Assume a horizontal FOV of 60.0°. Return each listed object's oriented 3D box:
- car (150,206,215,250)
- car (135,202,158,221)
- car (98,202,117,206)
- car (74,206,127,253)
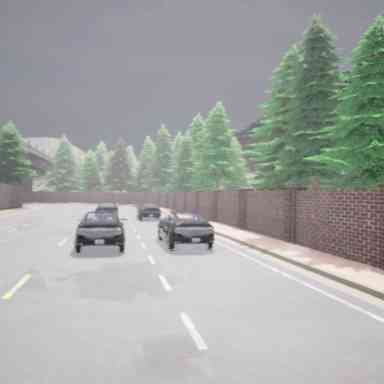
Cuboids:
[{"bbox_3d":[-0.394,1.598,14.878,2.128,1.511,4.902,1,0,-13],"label":"car"},{"bbox_3d":[-3.856,1.675,29.476,1.837,1.490,4.892,1,0,-13],"label":"car"},{"bbox_3d":[-7.296,1.595,28.828,1.882,1.535,5.008,1,0,-13],"label":"car"},{"bbox_3d":[-3.796,1.547,14.059,2.128,1.511,4.902,1,0,-13],"label":"car"}]
